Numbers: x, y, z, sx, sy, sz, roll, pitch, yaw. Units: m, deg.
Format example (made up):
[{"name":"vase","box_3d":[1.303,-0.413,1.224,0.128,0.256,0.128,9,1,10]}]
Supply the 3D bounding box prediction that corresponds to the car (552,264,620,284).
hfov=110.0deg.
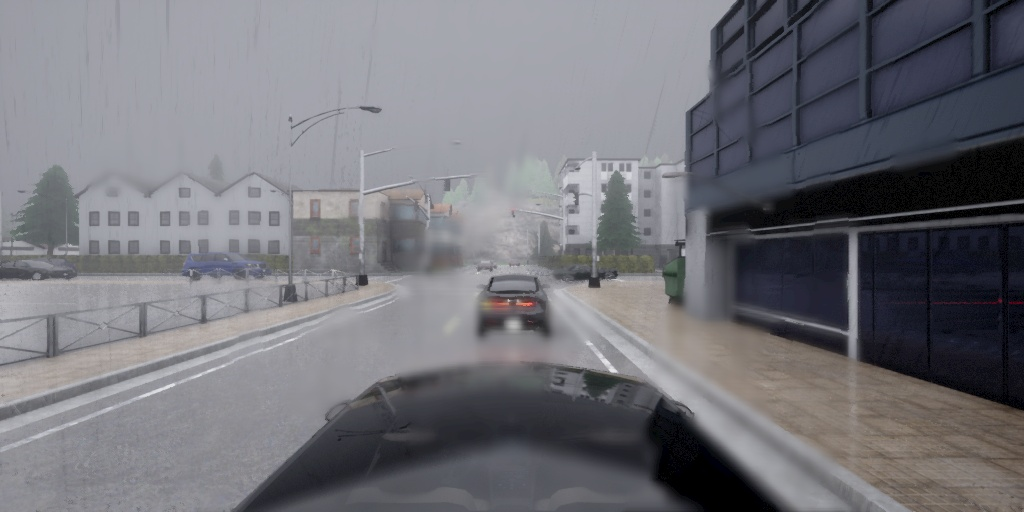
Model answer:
[{"name":"car","box_3d":[5.360,1.245,26.268,4.718,1.301,1.895,-3,0,0]}]

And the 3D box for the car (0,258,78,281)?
[{"name":"car","box_3d":[-35.435,1.052,26.493,5.008,1.535,1.882,1,0,1]}]

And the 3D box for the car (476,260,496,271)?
[{"name":"car","box_3d":[-3.484,1.276,47.623,1.812,1.442,4.674,0,0,0]}]

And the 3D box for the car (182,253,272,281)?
[{"name":"car","box_3d":[-20.931,0.795,26.400,5.566,2.045,2.150,0,0,0]}]

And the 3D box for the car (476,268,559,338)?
[{"name":"car","box_3d":[0.076,1.255,10.218,1.837,1.490,4.892,0,0,1]}]
